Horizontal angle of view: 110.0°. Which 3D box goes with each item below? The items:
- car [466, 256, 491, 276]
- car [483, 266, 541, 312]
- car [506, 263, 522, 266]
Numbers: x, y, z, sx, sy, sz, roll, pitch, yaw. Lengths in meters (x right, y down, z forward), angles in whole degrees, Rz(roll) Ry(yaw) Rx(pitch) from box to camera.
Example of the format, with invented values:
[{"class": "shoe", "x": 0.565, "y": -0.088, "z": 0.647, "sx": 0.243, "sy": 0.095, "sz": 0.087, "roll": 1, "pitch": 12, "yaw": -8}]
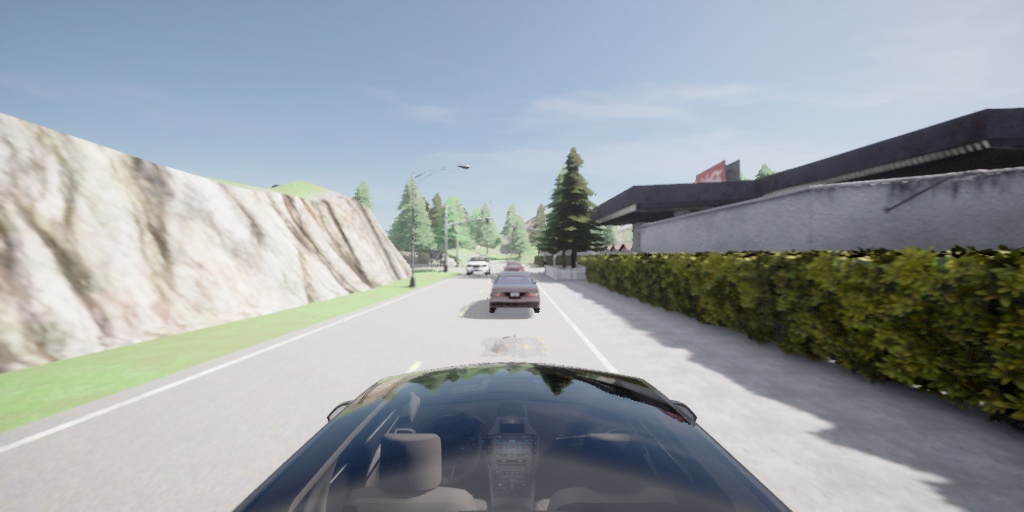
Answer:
[{"class": "car", "x": -3.456, "y": 0.983, "z": 37.666, "sx": 2.150, "sy": 2.045, "sz": 5.566, "roll": 0, "pitch": 0, "yaw": 1}, {"class": "car", "x": 0.105, "y": 1.301, "z": 14.149, "sx": 2.033, "sy": 1.411, "sz": 5.357, "roll": 0, "pitch": 0, "yaw": 0}, {"class": "car", "x": 0.147, "y": 1.283, "z": 30.891, "sx": 1.812, "sy": 1.442, "sz": 4.674, "roll": 0, "pitch": 0, "yaw": 0}]
